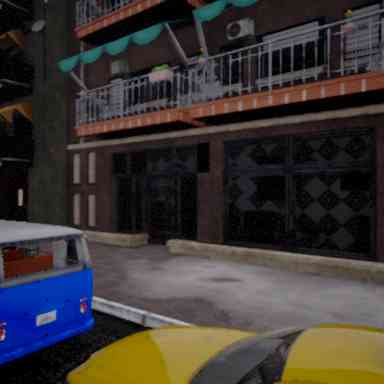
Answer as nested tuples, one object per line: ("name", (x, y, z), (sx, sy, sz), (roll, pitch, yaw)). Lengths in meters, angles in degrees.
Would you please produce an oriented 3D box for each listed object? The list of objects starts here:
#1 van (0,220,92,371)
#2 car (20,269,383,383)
("van", (-3.326, 1.341, 5.243), (3.998, 1.788, 1.690), (0, 0, 35))
("car", (1.033, 1.526, 2.136), (4.829, 1.417, 1.752), (0, 0, 35))
